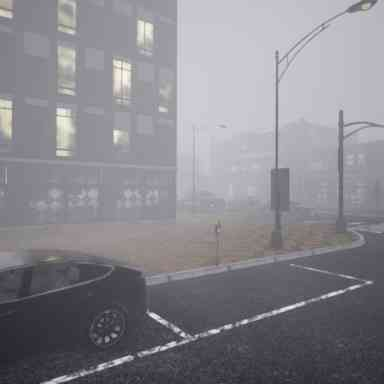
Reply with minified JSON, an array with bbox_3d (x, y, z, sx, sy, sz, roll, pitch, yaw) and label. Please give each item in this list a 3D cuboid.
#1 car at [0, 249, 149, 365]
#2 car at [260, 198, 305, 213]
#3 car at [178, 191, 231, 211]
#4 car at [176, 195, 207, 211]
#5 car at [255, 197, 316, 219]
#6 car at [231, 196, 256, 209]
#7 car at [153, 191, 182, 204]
[{"bbox_3d":[-2.690,1.566,4.635,4.313,1.339,1.947,0,0,-36],"label":"car"},{"bbox_3d":[9.263,1.338,34.237,1.802,1.307,4.206,1,0,-36],"label":"car"},{"bbox_3d":[1.197,0.880,35.415,2.150,2.045,5.566,0,0,-37],"label":"car"},{"bbox_3d":[-0.775,1.229,33.734,1.802,1.307,4.206,1,0,-36],"label":"car"},{"bbox_3d":[7.610,1.316,26.705,1.812,1.442,4.674,0,1,-36],"label":"car"},{"bbox_3d":[5.975,1.128,38.704,1.967,1.590,4.097,1,0,-36],"label":"car"},{"bbox_3d":[-3.886,0.791,52.100,2.192,1.841,5.009,1,0,-36],"label":"car"}]
